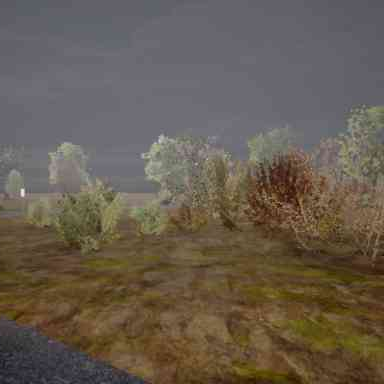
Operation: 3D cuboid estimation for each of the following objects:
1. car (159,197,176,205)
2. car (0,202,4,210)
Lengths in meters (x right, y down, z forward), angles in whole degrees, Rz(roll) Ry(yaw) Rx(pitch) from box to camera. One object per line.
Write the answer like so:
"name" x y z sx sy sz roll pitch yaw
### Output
"car" -4.733 1.522 55.852 2.128 1.511 4.902 0 0 40
"car" -21.826 1.502 33.737 2.128 1.511 4.902 0 0 37
